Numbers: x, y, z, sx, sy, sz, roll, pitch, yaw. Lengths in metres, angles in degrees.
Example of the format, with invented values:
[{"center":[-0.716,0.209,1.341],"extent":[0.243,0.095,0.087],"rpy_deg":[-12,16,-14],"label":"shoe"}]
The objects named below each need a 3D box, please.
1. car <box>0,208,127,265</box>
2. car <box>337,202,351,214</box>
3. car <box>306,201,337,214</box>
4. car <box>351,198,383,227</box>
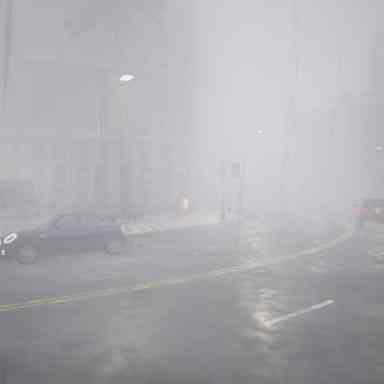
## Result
[{"center":[-4.875,1.542,12.661],"extent":[4.553,1.767,2.097],"rpy_deg":[0,-1,-35],"label":"car"},{"center":[20.150,1.967,42.742],"extent":[1.882,1.535,5.008],"rpy_deg":[0,-1,0],"label":"car"},{"center":[16.658,1.992,43.635],"extent":[1.882,1.535,5.008],"rpy_deg":[0,-1,-1],"label":"car"},{"center":[13.734,1.503,25.336],"extent":[2.150,2.045,5.566],"rpy_deg":[0,-1,22],"label":"car"}]
